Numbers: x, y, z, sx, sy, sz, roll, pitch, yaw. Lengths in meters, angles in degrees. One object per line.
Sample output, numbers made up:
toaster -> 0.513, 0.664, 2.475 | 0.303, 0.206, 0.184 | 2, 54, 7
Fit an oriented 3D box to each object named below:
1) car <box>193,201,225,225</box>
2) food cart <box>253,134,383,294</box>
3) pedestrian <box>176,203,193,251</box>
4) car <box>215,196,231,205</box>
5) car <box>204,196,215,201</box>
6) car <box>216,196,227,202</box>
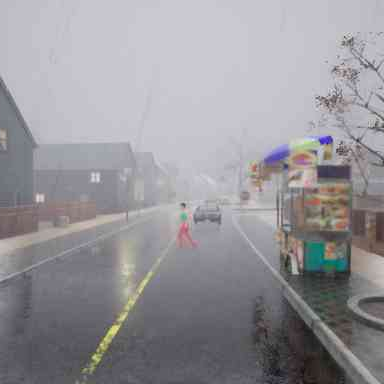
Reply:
car -> 1.217, 1.587, 23.993 | 1.895, 1.301, 4.718 | 0, 0, 5
food cart -> 3.296, 0.462, 9.791 | 2.280, 3.560, 4.660 | 1, 1, 2
pedestrian -> -0.283, 1.287, 12.456 | 0.375, 1.860, 0.375 | -1, 1, 4
car -> 5.560, 1.443, 56.940 | 1.882, 1.535, 5.008 | 0, 0, 10
car -> 3.526, 1.503, 62.069 | 2.033, 1.411, 5.357 | 0, 0, 11
car -> 6.910, 1.535, 77.576 | 1.895, 1.301, 4.718 | 0, 0, 13
